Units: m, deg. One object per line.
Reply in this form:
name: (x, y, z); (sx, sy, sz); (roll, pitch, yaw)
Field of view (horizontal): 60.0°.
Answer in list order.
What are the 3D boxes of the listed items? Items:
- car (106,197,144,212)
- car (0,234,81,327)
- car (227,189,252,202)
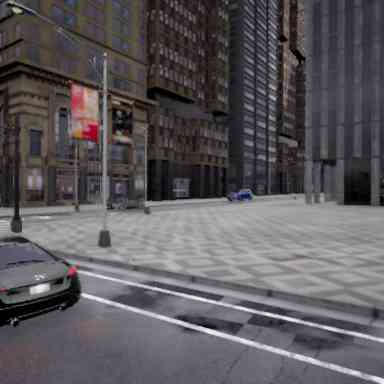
car: (-6.750, 1.199, 33.331); (1.994, 1.385, 4.181); (0, 1, 36)
car: (-4.129, 1.559, 6.630); (4.181, 1.385, 1.994); (0, 0, 35)
car: (7.730, 0.527, 53.445); (2.150, 2.045, 5.566); (0, 1, 36)
